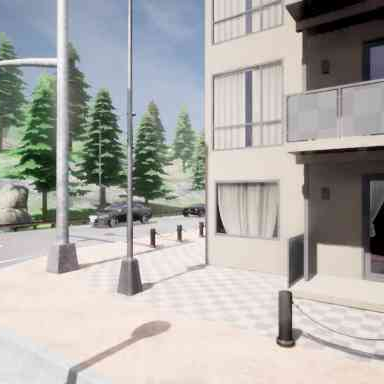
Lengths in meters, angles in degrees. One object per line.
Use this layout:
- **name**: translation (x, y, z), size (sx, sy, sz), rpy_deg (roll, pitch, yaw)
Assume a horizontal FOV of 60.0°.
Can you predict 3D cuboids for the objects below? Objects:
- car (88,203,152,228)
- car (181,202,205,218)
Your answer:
- **car**: translation (-4.788, 1.508, 22.668), size (2.128, 1.511, 4.902), rpy_deg (0, 0, 35)
- **car**: translation (1.012, 1.618, 31.027), size (1.895, 1.301, 4.718), rpy_deg (0, 0, 35)
